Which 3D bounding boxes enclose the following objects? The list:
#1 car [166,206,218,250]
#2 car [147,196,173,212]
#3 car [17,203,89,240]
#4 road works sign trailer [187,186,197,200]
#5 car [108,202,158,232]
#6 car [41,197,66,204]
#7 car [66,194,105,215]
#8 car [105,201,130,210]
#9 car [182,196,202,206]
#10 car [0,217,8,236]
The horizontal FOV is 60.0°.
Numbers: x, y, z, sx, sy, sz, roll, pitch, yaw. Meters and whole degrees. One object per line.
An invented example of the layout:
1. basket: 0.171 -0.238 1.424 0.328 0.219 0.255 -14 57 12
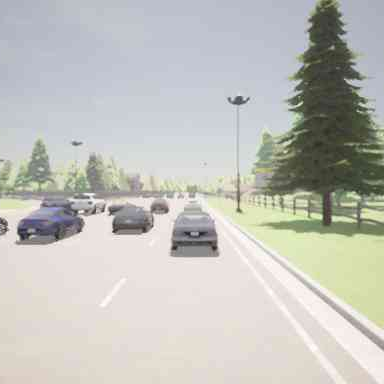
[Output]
1. car: 0.097 1.525 14.248 2.033 1.411 5.357 0 0 0
2. car: -3.416 1.469 35.741 1.812 1.442 4.674 0 0 0
3. car: -6.912 1.499 16.616 1.812 1.442 4.674 0 0 0
4. road works sign trailer: -0.005 0.345 75.508 2.380 3.560 2.880 0 0 0
5. car: -3.403 1.532 19.794 1.994 1.385 4.181 0 0 0
6. car: -13.904 1.297 34.490 2.097 1.767 4.553 0 0 0
7. car: -10.403 1.167 33.814 2.150 2.045 5.566 0 0 0
8. car: -6.903 1.548 33.173 1.895 1.301 4.718 0 0 0
9. car: 0.084 1.469 35.790 1.812 1.442 4.674 0 0 0
10. car: -10.405 1.479 15.235 1.837 1.490 4.892 0 0 0
